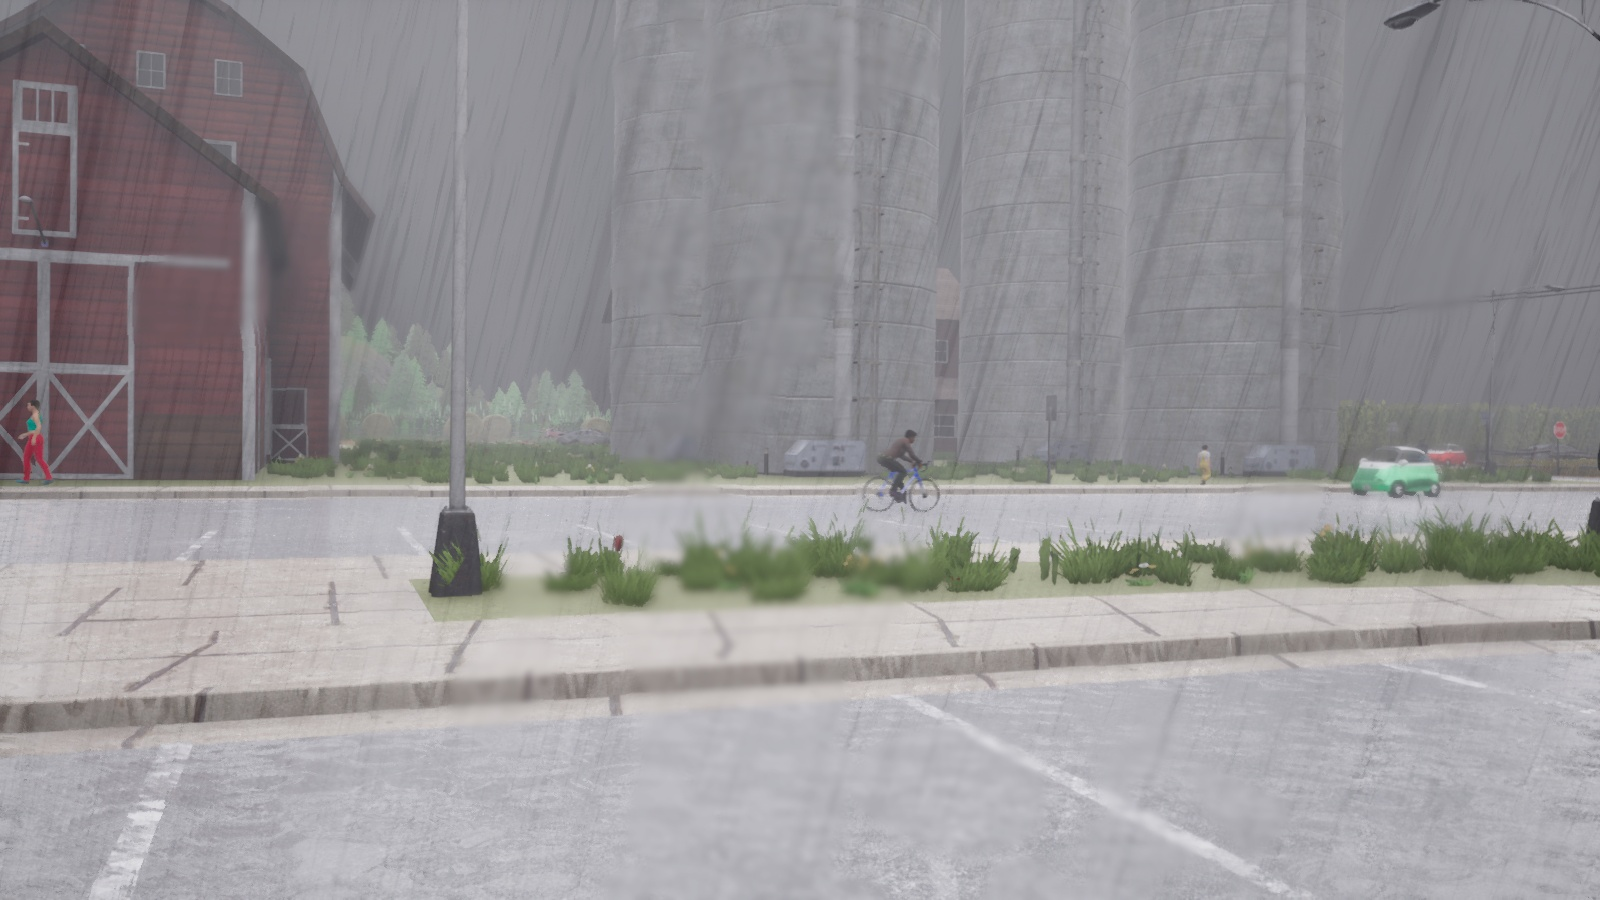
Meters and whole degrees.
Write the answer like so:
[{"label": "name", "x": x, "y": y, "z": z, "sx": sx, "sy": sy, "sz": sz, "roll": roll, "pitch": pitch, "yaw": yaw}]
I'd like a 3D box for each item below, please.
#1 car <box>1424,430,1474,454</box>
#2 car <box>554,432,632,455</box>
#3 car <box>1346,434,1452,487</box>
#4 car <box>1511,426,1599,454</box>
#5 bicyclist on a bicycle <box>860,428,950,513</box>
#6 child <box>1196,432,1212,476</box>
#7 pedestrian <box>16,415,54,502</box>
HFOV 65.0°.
[{"label": "car", "x": 37.746, "y": -0.475, "z": 73.025, "sx": 2.207, "sy": 1.376, "sz": 1.481, "roll": 0, "pitch": 1, "yaw": -21}, {"label": "car", "x": -14.129, "y": -0.431, "z": 85.726, "sx": 4.902, "sy": 1.511, "sz": 2.128, "roll": -1, "pitch": 1, "yaw": -22}, {"label": "car", "x": 16.112, "y": 0.249, "z": 33.801, "sx": 2.207, "sy": 1.376, "sz": 1.481, "roll": 0, "pitch": 1, "yaw": -22}, {"label": "car", "x": 43.381, "y": -0.594, "z": 71.823, "sx": 4.902, "sy": 1.511, "sz": 2.128, "roll": -1, "pitch": 1, "yaw": -21}, {"label": "bicyclist on a bicycle", "x": 2.041, "y": 0.381, "z": 24.465, "sx": 1.656, "sy": 1.620, "sz": 0.582, "roll": 0, "pitch": 1, "yaw": -22}, {"label": "child", "x": 11.841, "y": 0.115, "z": 36.827, "sx": 0.270, "sy": 1.263, "sz": 0.437, "roll": 0, "pitch": 1, "yaw": 44}, {"label": "pedestrian", "x": -16.300, "y": 0.172, "z": 26.755, "sx": 0.594, "sy": 1.836, "sz": 0.345, "roll": -1, "pitch": 1, "yaw": -13}]
